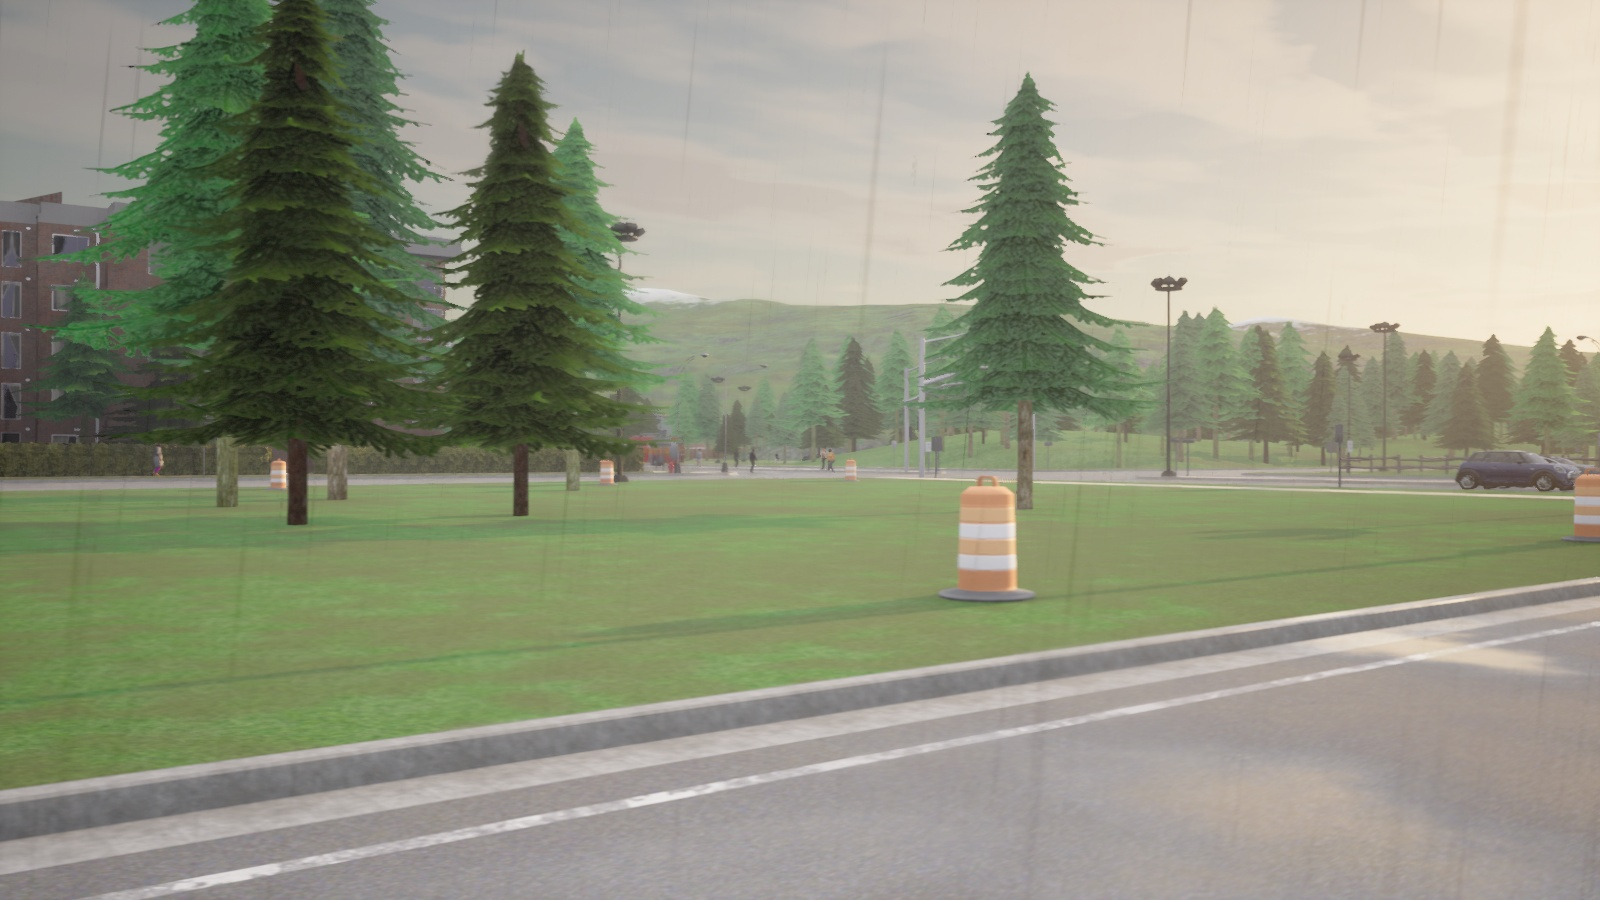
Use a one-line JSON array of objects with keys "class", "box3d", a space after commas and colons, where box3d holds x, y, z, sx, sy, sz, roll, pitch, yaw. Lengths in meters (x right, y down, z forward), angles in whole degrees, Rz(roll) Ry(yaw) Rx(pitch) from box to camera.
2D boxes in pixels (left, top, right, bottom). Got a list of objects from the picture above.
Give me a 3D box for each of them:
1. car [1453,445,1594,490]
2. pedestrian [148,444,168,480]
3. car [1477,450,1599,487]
[{"class": "car", "box3d": [29.742, 0.675, 51.746, 2.097, 1.767, 4.553, 0, 0, -36]}, {"class": "pedestrian", "box3d": [-35.006, 0.641, 68.458, 0.873, 1.952, 0.659, 0, 0, -35]}, {"class": "car", "box3d": [32.281, 0.775, 54.209, 2.128, 1.511, 4.902, 0, 0, -36]}]
